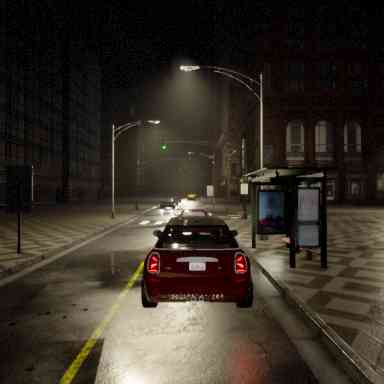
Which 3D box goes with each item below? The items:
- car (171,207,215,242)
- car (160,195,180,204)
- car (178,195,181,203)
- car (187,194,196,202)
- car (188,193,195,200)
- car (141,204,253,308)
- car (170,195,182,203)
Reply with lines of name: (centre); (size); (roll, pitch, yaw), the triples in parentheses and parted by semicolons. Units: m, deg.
car: (0.079, 1.558, 17.102); (1.994, 1.385, 4.181); (0, 0, 0)
car: (-3.143, 1.490, 44.307); (2.033, 1.411, 5.357); (0, 0, 0)
car: (-3.142, 1.408, 54.566); (2.128, 1.511, 4.902); (0, 0, 0)
car: (-0.075, 1.441, 74.322); (1.895, 1.301, 4.718); (0, 0, 0)
car: (-0.085, 1.127, 84.297); (1.882, 1.535, 5.008); (0, 0, 0)
car: (0.092, 1.352, 8.088); (2.097, 1.767, 4.553); (0, 0, 0)
car: (-3.108, 1.376, 64.972); (2.128, 1.511, 4.902); (0, 0, 0)
